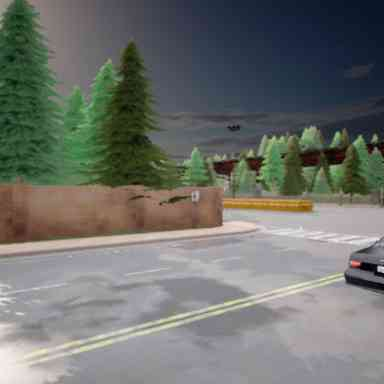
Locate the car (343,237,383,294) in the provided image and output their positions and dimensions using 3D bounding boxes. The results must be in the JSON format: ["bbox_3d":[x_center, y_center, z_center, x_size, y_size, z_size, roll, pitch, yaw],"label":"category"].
[{"bbox_3d":[5.759,1.552,7.896,5.357,1.411,2.033,0,0,-36],"label":"car"}]
